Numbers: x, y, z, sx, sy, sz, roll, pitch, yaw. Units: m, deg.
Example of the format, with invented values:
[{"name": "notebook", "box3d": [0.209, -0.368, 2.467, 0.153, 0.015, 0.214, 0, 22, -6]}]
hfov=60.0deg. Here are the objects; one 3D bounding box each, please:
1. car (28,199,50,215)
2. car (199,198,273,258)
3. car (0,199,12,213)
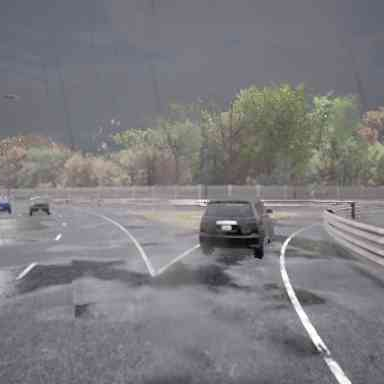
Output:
[{"name": "car", "box3d": [-15.937, 1.541, 34.694, 1.837, 1.490, 4.892, 0, 0, -27]}, {"name": "car", "box3d": [1.926, 1.241, 13.210, 2.150, 2.045, 5.566, -1, 0, 18]}, {"name": "car", "box3d": [-21.248, 1.513, 37.104, 1.882, 1.535, 5.008, 0, 0, -29]}]
